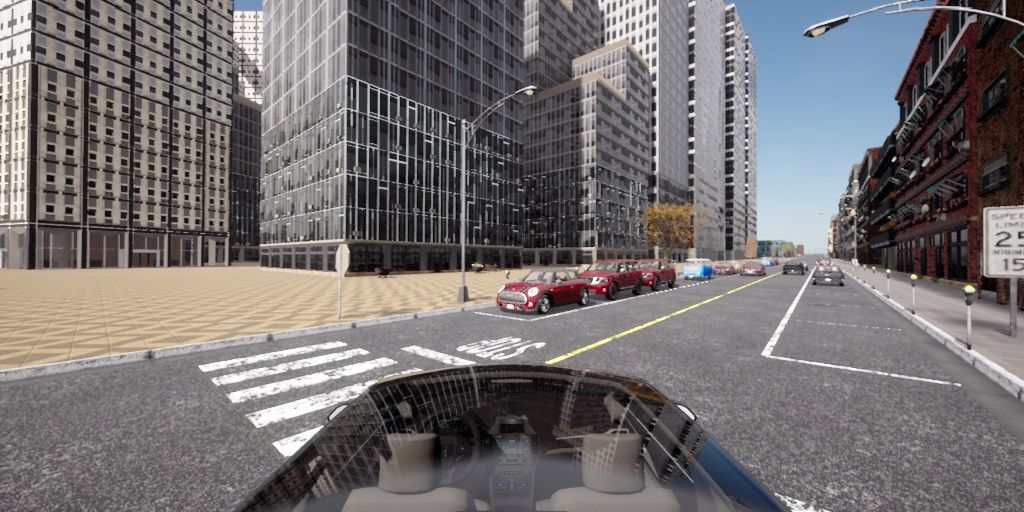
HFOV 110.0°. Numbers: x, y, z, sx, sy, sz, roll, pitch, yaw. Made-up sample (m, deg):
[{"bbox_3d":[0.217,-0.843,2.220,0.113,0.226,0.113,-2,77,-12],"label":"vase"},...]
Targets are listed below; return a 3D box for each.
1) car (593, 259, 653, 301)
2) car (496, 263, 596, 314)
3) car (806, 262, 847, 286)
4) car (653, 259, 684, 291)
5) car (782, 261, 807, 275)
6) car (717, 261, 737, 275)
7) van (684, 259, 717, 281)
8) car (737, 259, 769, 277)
[{"bbox_3d":[4.935,1.086,18.039,2.192,1.841,5.009,0,0,41],"label":"car"},{"bbox_3d":[1.245,1.203,13.765,1.967,1.591,4.097,0,0,41],"label":"car"},{"bbox_3d":[22.362,1.338,25.399,2.007,1.370,4.403,0,0,41],"label":"car"},{"bbox_3d":[8.626,1.093,22.313,2.192,1.841,5.009,0,0,41],"label":"car"},{"bbox_3d":[31.085,1.300,39.485,1.837,1.490,4.892,0,0,41],"label":"car"},{"bbox_3d":[23.387,1.377,39.409,1.802,1.307,4.207,0,0,41],"label":"car"},{"bbox_3d":[16.006,1.129,30.861,1.690,1.789,3.998,0,0,41],"label":"van"},{"bbox_3d":[25.123,1.320,37.304,1.812,1.442,4.674,0,0,41],"label":"car"}]
